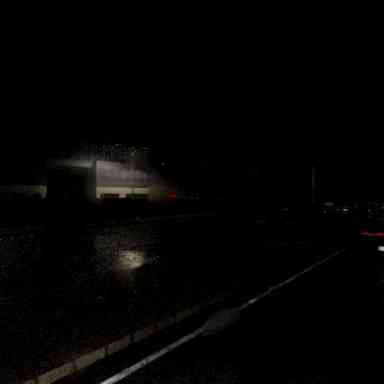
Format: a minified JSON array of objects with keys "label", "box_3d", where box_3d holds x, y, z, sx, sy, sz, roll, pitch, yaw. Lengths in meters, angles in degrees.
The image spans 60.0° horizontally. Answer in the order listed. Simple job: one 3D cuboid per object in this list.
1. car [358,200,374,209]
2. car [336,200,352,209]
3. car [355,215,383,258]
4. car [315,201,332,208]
[{"label":"car","box_3d":[28.982,2.081,55.224,1.812,1.442,4.674,-1,-1,37]},{"label":"car","box_3d":[26.393,2.080,57.605,2.128,1.511,4.902,-1,-1,37]},{"label":"car","box_3d":[7.578,1.619,12.624,2.128,1.511,4.902,-1,-1,37]},{"label":"car","box_3d":[23.721,2.219,59.874,1.895,1.301,4.718,-1,-1,37]}]
